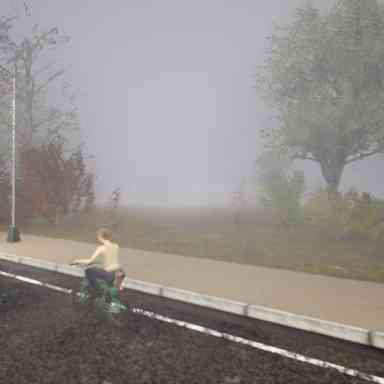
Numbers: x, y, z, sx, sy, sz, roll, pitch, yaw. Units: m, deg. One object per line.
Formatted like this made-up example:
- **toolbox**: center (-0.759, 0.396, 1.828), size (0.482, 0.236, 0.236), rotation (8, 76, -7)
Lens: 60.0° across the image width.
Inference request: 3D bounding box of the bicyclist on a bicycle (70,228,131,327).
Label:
- **bicyclist on a bicycle**: center (-1.604, 1.428, 5.789), size (1.509, 1.612, 0.866), rotation (0, 0, 35)
